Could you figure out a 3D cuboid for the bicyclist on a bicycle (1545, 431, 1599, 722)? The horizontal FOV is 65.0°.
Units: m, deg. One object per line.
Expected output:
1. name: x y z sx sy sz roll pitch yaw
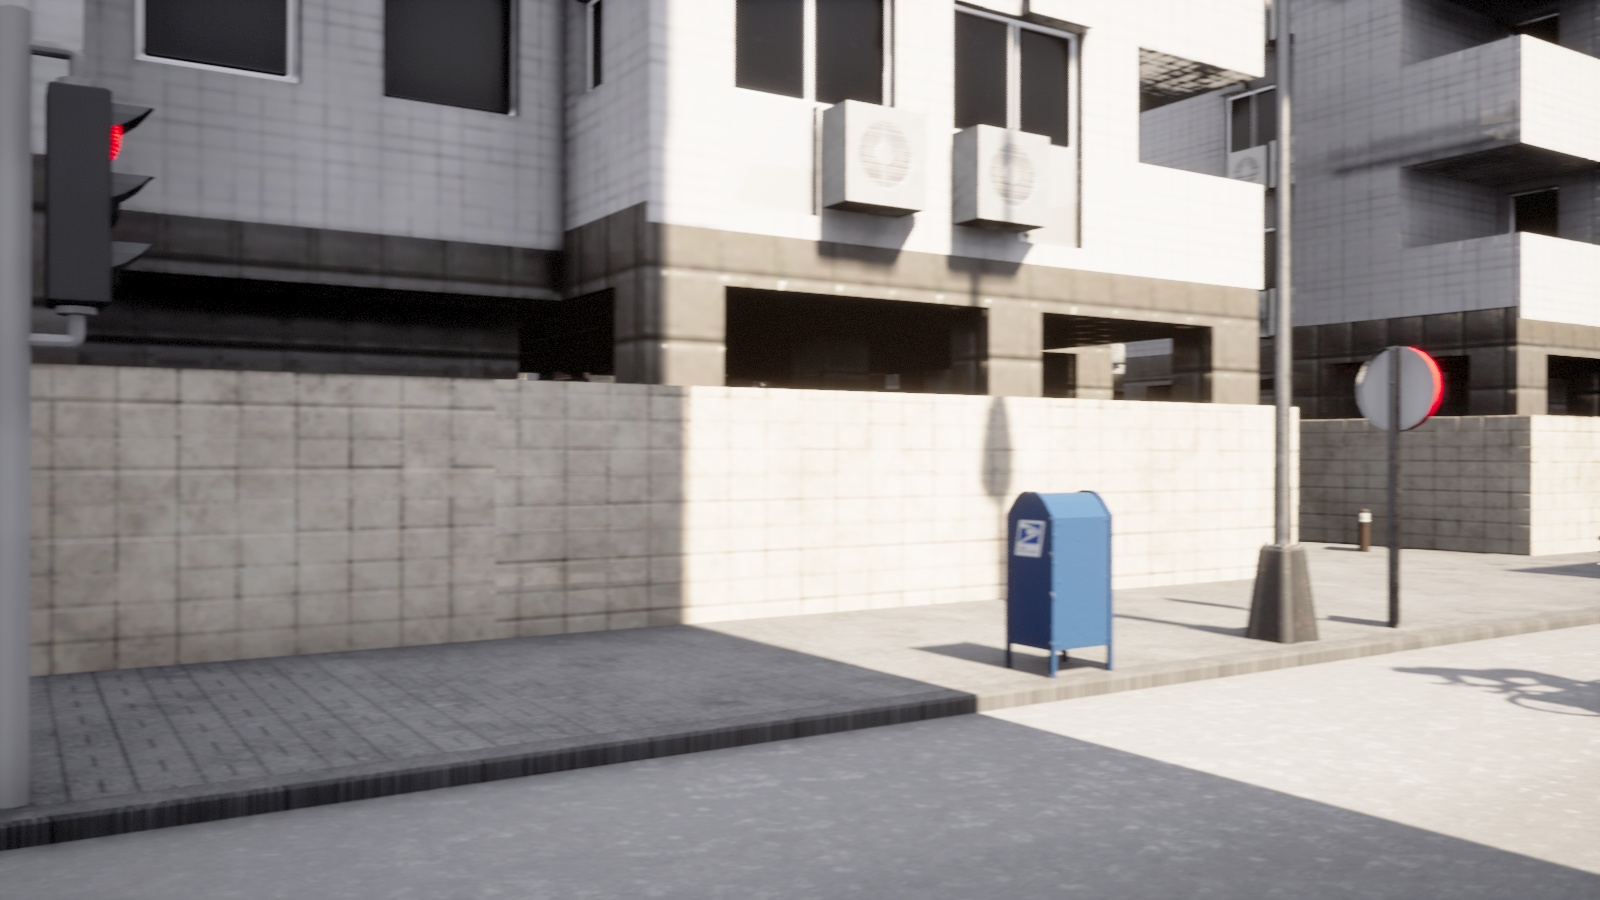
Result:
1. bicyclist on a bicycle: 5.148 0.702 7.435 1.656 1.620 0.582 0 0 -33
